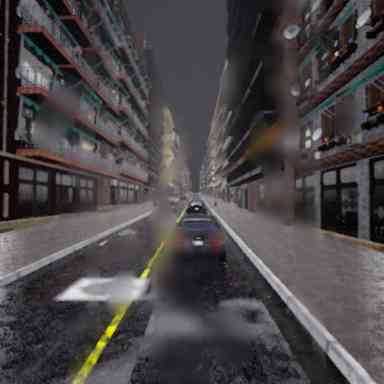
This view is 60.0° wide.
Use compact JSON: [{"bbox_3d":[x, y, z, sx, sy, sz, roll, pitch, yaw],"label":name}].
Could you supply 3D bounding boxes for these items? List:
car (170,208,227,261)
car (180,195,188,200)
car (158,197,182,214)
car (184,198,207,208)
[{"bbox_3d":[0.223,1.555,12.286,2.033,1.411,5.357,0,0,1],"label":"car"},{"bbox_3d":[-1.879,1.439,76.050,1.895,1.301,4.718,0,0,1],"label":"car"},{"bbox_3d":[-2.451,1.540,35.392,2.033,1.411,5.357,0,0,1],"label":"car"},{"bbox_3d":[0.473,1.564,33.346,1.994,1.385,4.181,0,0,1],"label":"car"}]
